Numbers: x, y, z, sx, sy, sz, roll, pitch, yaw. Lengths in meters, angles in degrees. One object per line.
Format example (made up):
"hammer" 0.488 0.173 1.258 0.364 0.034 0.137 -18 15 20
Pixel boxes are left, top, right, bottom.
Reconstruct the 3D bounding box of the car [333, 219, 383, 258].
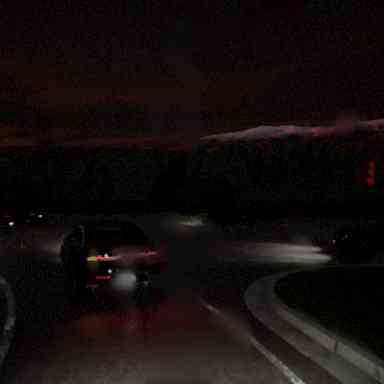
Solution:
"car" 7.557 1.546 11.874 4.674 1.442 1.812 0 0 11

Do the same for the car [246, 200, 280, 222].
"car" 4.709 1.403 26.730 4.553 1.767 2.097 0 0 11

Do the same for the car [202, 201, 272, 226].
"car" 3.065 1.571 23.478 4.674 1.442 1.812 0 0 11

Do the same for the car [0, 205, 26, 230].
"car" -12.709 1.551 19.516 4.892 1.490 1.837 0 0 11

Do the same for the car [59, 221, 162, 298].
"car" -2.312 1.511 8.766 2.128 1.511 4.902 0 0 -26

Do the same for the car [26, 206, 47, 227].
"car" -12.263 1.617 22.997 4.181 1.385 1.994 0 0 11
